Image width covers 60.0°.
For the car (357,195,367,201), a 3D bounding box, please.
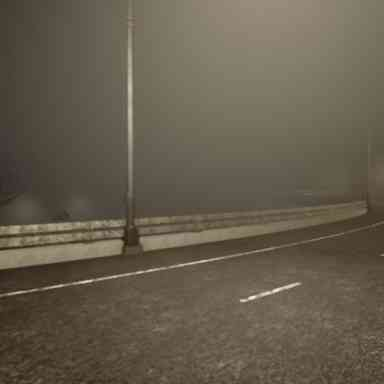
[{"bbox_3d":[39.540,1.414,78.122,1.837,1.490,4.892,0,0,7],"label":"car"}]
